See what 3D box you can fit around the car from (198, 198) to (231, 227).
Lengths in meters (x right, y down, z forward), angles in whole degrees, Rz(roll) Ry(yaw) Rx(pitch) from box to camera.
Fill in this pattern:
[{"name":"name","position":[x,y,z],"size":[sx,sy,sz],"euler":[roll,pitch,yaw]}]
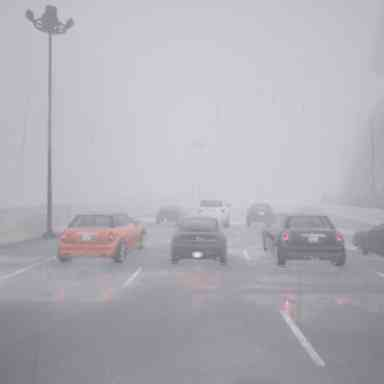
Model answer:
[{"name":"car","position":[1.729,1.504,25.750],"size":[2.150,2.045,5.566],"euler":[0,0,9]}]

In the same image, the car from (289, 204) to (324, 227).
[{"name":"car","position":[8.949,1.764,26.422],"size":[1.882,1.535,5.008],"euler":[0,0,10]}]

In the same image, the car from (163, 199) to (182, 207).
[{"name":"car","position":[-4.120,2.306,71.046],"size":[2.033,1.411,5.357],"euler":[0,-1,21]}]

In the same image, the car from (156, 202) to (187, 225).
[{"name":"car","position":[-1.582,1.801,27.118],"size":[1.837,1.490,4.892],"euler":[0,0,9]}]

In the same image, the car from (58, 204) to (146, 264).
[{"name":"car","position":[-3.148,1.488,12.578],"size":[2.097,1.767,4.553],"euler":[0,-1,4]}]

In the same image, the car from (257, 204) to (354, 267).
[{"name":"car","position":[3.843,1.484,12.197],"size":[2.097,1.767,4.553],"euler":[0,-1,4]}]

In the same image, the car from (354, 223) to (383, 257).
[{"name":"car","position":[7.252,1.669,11.105],"size":[2.033,1.411,5.357],"euler":[0,-1,4]}]

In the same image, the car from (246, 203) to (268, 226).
[{"name":"car","position":[5.344,1.634,26.085],"size":[2.097,1.767,4.553],"euler":[0,-1,9]}]

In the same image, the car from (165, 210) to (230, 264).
[{"name":"car","position":[0.350,1.643,12.458],"size":[1.837,1.490,4.892],"euler":[0,0,5]}]

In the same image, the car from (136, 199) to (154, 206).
[{"name":"car","position":[-10.466,2.276,74.040],"size":[1.882,1.535,5.008],"euler":[0,-1,21]}]
